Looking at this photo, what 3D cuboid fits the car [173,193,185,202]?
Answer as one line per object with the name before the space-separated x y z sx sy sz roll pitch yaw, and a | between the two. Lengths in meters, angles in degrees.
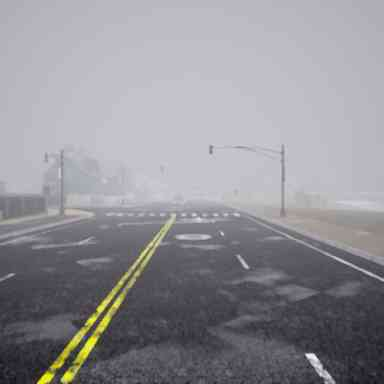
car | -3.245 1.242 79.332 2.150 2.045 5.566 0 0 0
